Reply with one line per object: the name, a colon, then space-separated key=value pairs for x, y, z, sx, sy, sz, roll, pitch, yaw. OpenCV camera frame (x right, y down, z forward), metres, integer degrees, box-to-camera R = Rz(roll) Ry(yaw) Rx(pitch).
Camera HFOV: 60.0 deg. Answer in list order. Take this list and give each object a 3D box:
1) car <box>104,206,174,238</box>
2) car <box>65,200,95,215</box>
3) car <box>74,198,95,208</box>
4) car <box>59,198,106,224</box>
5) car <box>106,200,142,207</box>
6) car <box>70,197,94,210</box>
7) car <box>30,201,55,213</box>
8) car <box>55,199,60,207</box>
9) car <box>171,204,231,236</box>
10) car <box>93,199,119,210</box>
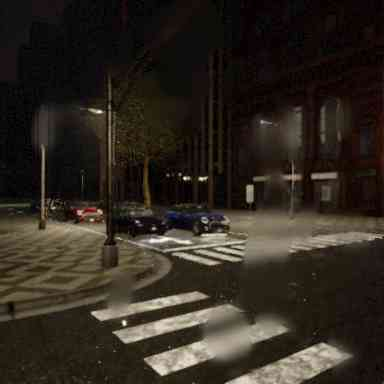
car: x=-3.120 y=1.725 z=18.909 sx=1.994 sy=1.385 sz=4.181 roll=0 pitch=0 yaw=-35
car: x=-12.941 y=1.737 z=38.328 sx=1.882 sy=1.535 sz=5.008 roll=0 pitch=0 yaw=-35
car: x=-18.810 y=1.856 z=57.928 sx=2.128 sy=1.511 sz=4.902 roll=0 pitch=0 yaw=-35
car: x=-8.872 y=1.552 z=26.988 sx=2.097 sy=1.767 sz=4.553 roll=0 pitch=0 yaw=-35
car: x=-4.934 y=1.557 z=27.062 sx=2.097 sy=1.767 sz=4.553 roll=0 pitch=0 yaw=-35
car: x=-16.154 y=1.667 z=48.761 sx=2.097 sy=1.767 sz=4.553 roll=0 pitch=0 yaw=-36
car: x=-18.495 y=1.791 z=40.556 sx=1.812 sy=1.442 sz=4.674 roll=0 pitch=-1 yaw=-35
car: x=-22.970 y=1.910 z=58.336 sx=2.033 sy=1.411 sz=5.357 roll=0 pitch=0 yaw=-36
car: x=0.213 y=1.522 z=19.870 sx=2.097 sy=1.767 sz=4.553 roll=0 pitch=0 yaw=-36
car: x=-12.855 y=1.870 z=49.628 sx=2.033 sy=1.411 sz=5.357 roll=0 pitch=0 yaw=-35
